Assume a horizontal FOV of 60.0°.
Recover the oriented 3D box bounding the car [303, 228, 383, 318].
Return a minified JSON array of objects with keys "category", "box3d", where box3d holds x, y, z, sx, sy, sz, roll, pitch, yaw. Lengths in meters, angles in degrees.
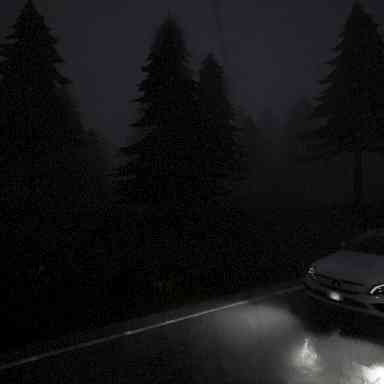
[{"category":"car","box3d":[4.374,1.526,7.100,4.674,1.442,1.812,0,0,-35]}]
